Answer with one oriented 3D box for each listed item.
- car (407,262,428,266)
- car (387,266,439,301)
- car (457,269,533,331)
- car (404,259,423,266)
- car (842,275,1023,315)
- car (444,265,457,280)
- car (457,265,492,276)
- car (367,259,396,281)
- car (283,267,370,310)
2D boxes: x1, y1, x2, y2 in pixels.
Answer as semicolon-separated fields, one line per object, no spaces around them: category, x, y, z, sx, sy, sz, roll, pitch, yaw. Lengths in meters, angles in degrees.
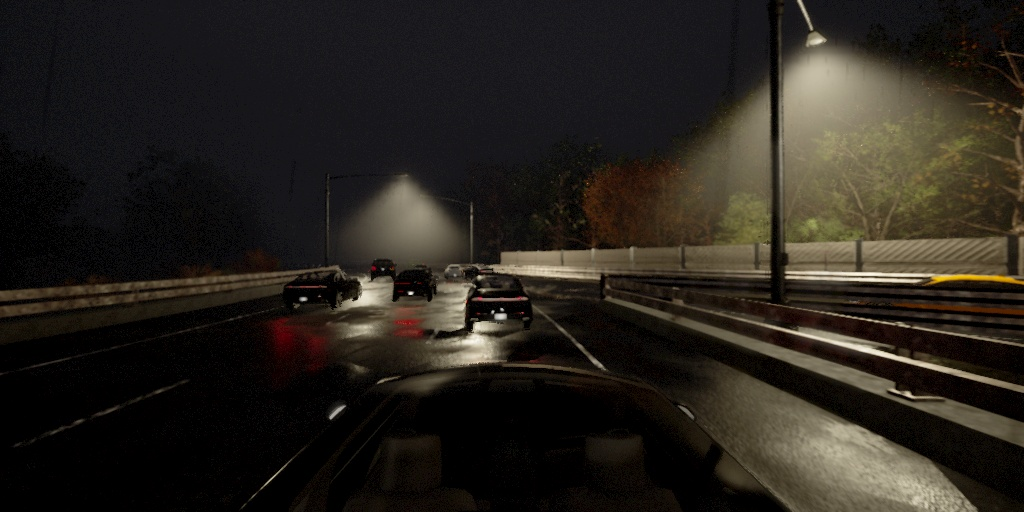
car;-9.112;1.606;35.642;1.837;1.490;4.892;0;-1;-18
car;-4.937;1.429;18.531;1.837;1.490;4.892;0;-1;-9
car;-0.522;1.343;11.515;2.128;1.511;4.902;0;0;-6
car;-16.378;1.572;59.739;2.150;2.045;5.566;0;-1;-31
car;13.186;1.317;10.658;1.882;1.535;5.008;0;-2;-44
car;-5.867;1.634;36.574;1.812;1.442;4.674;0;-1;-10
car;-3.144;1.563;33.260;2.128;1.511;4.902;0;-1;-26
car;-12.498;1.317;34.856;2.150;2.045;5.566;0;-1;-19
car;-8.032;1.388;15.609;2.128;1.511;4.902;0;-1;-8
